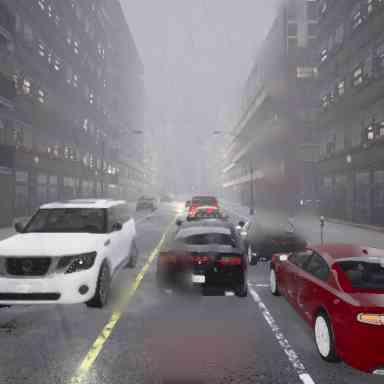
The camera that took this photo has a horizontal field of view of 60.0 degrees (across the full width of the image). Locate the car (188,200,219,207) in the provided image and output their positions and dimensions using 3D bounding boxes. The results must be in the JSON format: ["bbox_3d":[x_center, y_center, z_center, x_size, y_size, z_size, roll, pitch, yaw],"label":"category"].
[{"bbox_3d":[0.823,1.459,18.734,1.801,1.575,5.366,0,0,0],"label":"car"}]

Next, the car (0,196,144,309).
[{"bbox_3d":[-2.752,1.223,8.214,2.150,2.045,5.566,0,0,0],"label":"car"}]

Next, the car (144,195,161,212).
[{"bbox_3d":[-5.305,1.323,39.699,2.192,1.841,5.009,1,0,0],"label":"car"}]

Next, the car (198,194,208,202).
[{"bbox_3d":[2.576,1.332,79.425,2.192,1.841,5.009,1,0,0],"label":"car"}]

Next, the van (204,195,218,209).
[{"bbox_3d":[2.575,1.350,45.400,1.690,1.788,3.998,1,0,0],"label":"van"}]

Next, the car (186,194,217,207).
[{"bbox_3d":[0.823,1.230,24.574,2.150,2.045,5.566,0,0,0],"label":"car"}]

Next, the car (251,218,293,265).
[{"bbox_3d":[2.572,1.553,11.375,2.008,1.369,4.403,1,0,0],"label":"car"}]

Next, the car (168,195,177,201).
[{"bbox_3d":[-5.307,1.586,90.737,1.947,1.339,4.313,1,0,0],"label":"car"}]

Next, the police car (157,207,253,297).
[{"bbox_3d":[0.434,1.426,8.799,1.930,1.638,5.238,0,0,7],"label":"police car"}]

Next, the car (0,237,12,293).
[{"bbox_3d":[-5.308,1.546,5.674,1.887,1.381,4.507,1,0,0],"label":"car"}]

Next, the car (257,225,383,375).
[{"bbox_3d":[2.572,1.546,5.704,1.887,1.381,4.507,1,0,0],"label":"car"}]

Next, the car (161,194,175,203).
[{"bbox_3d":[-5.304,1.329,68.054,2.192,1.841,5.009,1,0,0],"label":"car"}]
